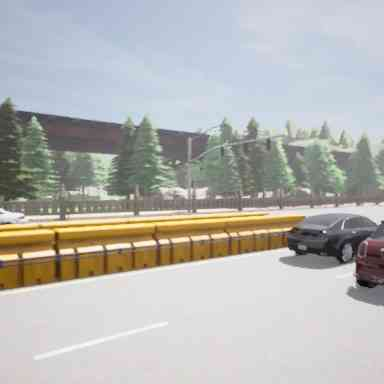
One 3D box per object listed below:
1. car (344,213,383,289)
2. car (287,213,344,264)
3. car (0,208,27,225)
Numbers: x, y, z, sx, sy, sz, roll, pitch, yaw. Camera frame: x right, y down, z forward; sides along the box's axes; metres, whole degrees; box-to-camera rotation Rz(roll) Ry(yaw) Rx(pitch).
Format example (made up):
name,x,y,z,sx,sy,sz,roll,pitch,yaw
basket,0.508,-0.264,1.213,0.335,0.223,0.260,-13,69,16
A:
name,x,y,z,sx,sy,sz,roll,pitch,yaw
car,5.950,1.357,7.995,4.553,1.767,2.097,0,0,-36
car,5.474,1.512,11.954,4.892,1.490,1.837,0,0,-36
car,-11.228,1.525,17.378,4.674,1.442,1.812,0,0,-35
